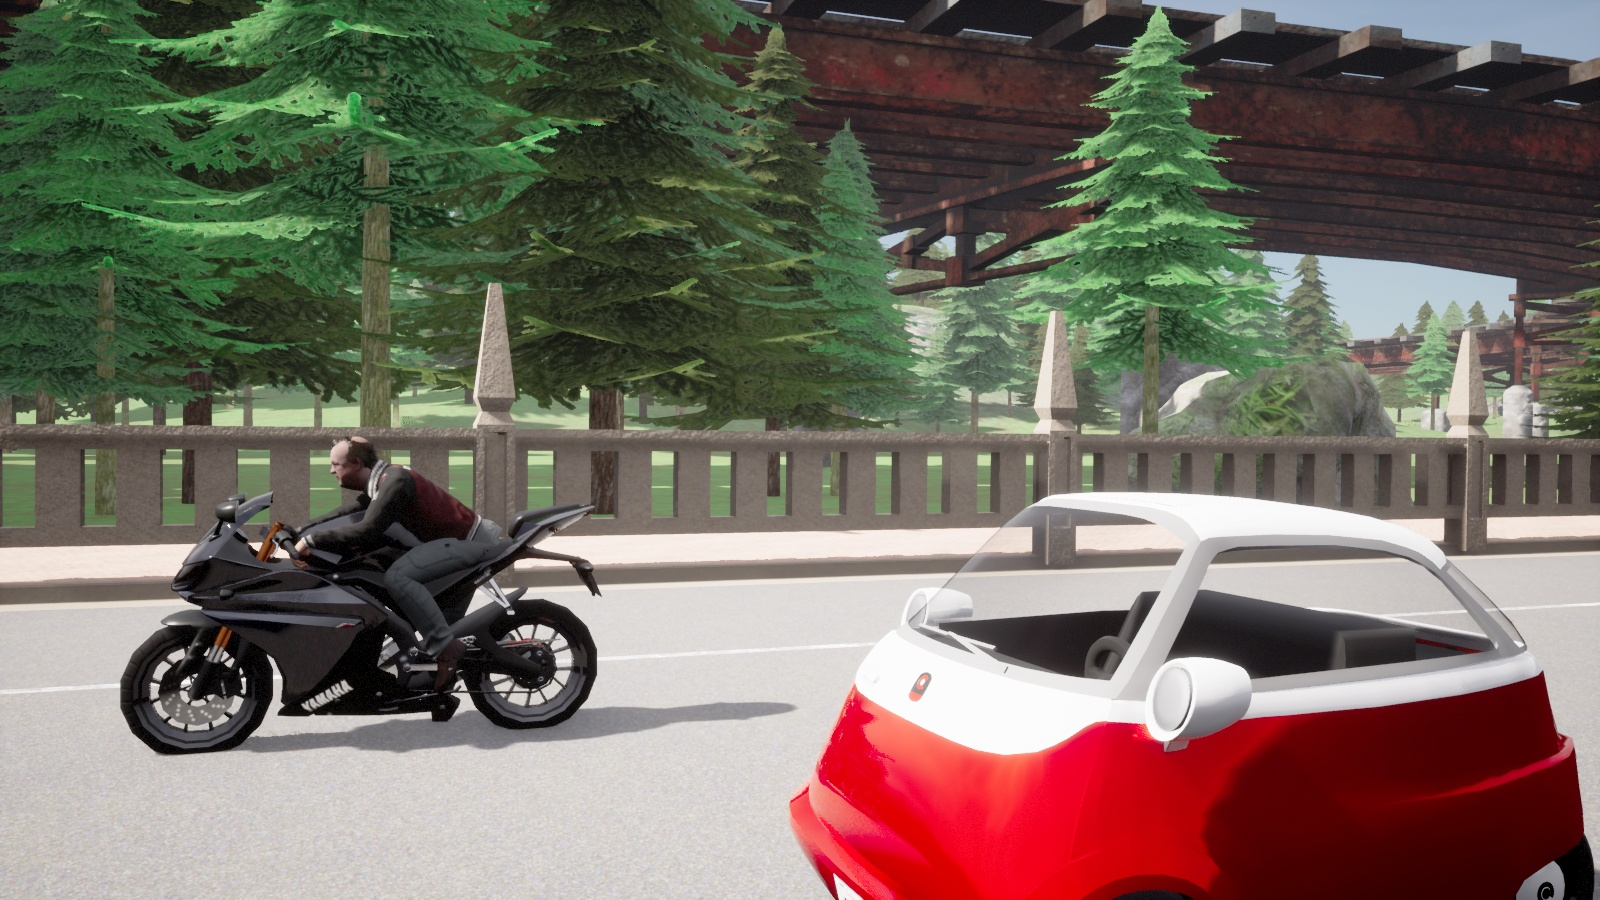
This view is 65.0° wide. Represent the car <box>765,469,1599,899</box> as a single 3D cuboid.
[{"bbox_3d":[1.187,0.780,3.690,2.207,1.376,1.481,-1,1,-21],"label":"car"}]

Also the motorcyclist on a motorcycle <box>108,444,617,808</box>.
[{"bbox_3d":[-2.089,0.755,6.190,2.191,1.530,0.866,-1,1,-21],"label":"motorcyclist on a motorcycle"}]
